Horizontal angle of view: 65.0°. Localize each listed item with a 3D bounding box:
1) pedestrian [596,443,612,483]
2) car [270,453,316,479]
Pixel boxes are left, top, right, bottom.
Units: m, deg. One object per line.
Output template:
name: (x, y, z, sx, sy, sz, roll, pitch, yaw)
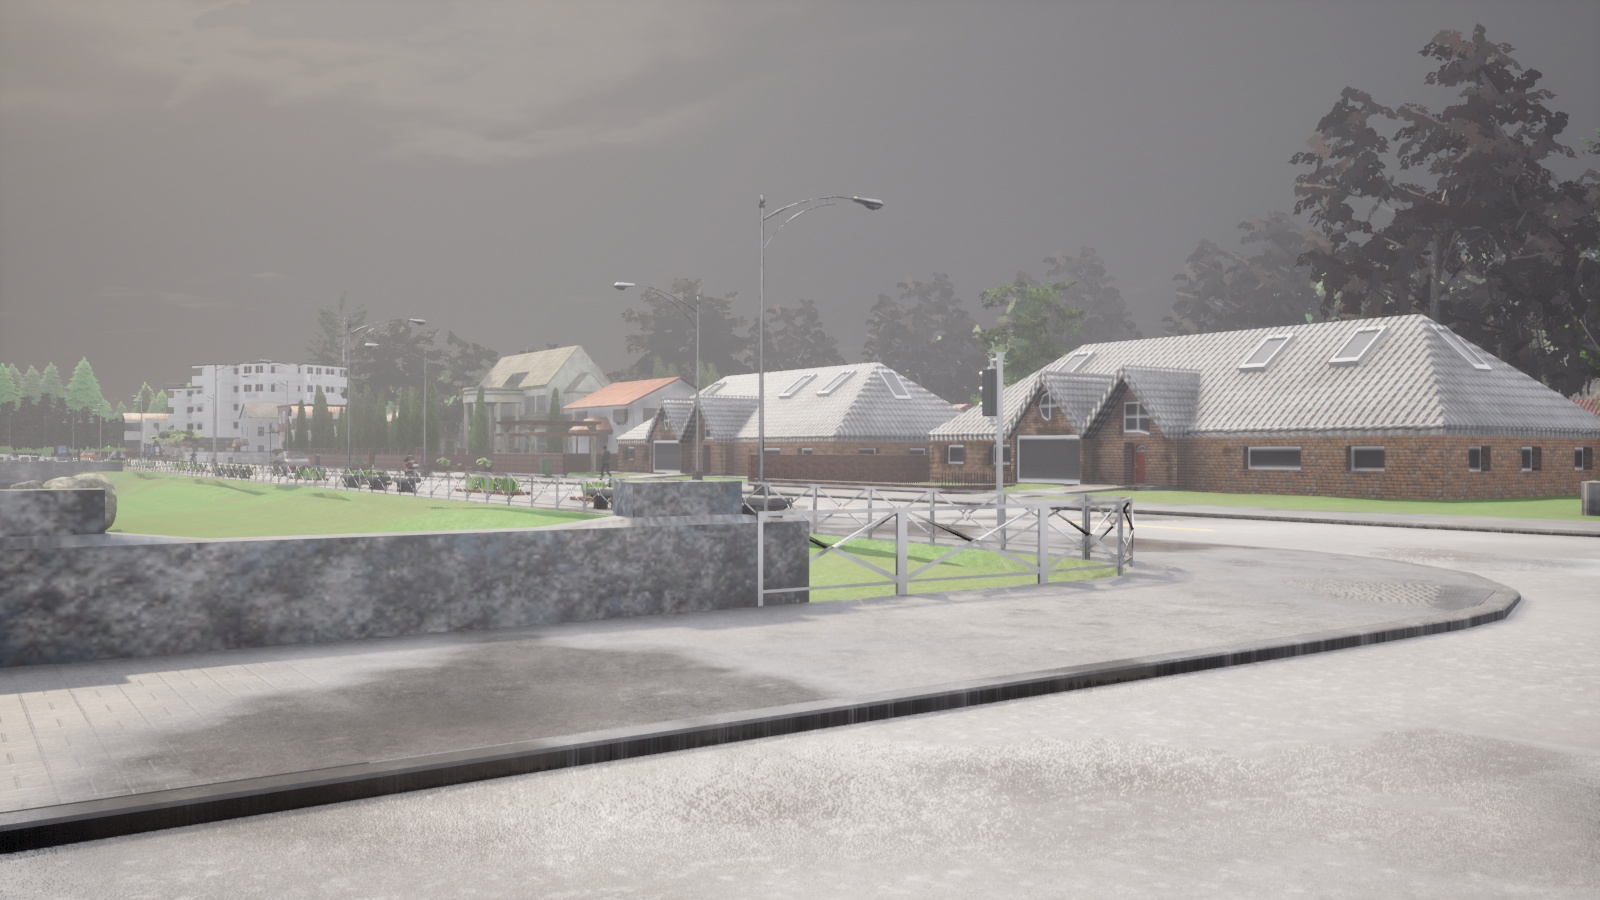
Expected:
pedestrian: (-9.523, 0.623, 61.102, 0.423, 1.949, 0.788, 0, 0, -39)
car: (-31.010, 0.976, 76.779, 1.789, 1.549, 3.705, 0, 0, -35)
